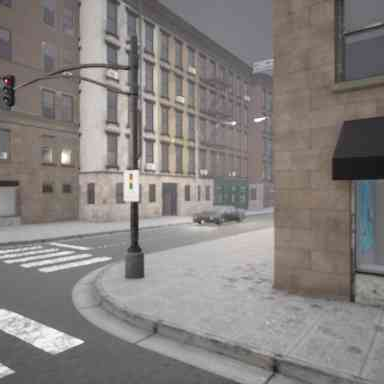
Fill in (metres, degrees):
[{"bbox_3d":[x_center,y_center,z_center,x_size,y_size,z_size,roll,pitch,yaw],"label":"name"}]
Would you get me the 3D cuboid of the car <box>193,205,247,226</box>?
[{"bbox_3d":[2.265,1.706,25.203,2.033,1.411,5.357,0,0,35],"label":"car"}]
